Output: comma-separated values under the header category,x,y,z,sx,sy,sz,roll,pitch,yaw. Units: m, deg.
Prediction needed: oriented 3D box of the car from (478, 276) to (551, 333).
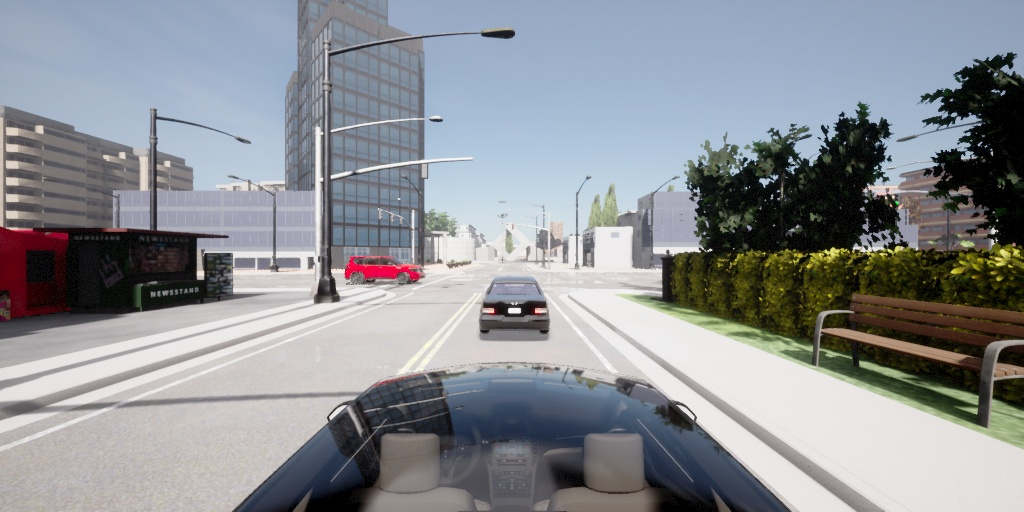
category,x,y,z,sx,sy,sz,roll,pitch,yaw
car,0.069,1.297,10.718,2.033,1.411,5.357,0,0,0

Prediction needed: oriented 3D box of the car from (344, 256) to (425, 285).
category,x,y,z,sx,sy,sz,roll,pitch,yaw
car,-9.209,1.016,26.050,5.566,2.045,2.150,0,0,3
